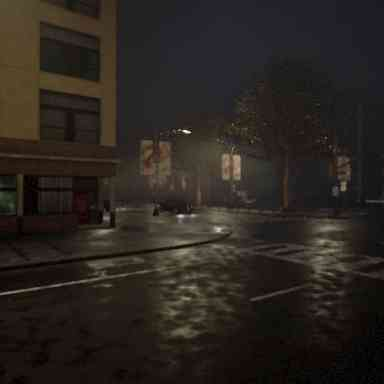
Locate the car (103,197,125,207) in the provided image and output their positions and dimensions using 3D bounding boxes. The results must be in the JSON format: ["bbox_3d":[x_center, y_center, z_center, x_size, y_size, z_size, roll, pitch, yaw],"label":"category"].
[{"bbox_3d":[-11.635,1.486,49.179,2.128,1.511,4.902,0,0,-35],"label":"car"}]

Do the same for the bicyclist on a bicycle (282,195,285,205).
[{"bbox_3d":[14.542,1.285,51.995,1.656,1.620,0.582,0,0,-36],"label":"bicyclist on a bicycle"}]

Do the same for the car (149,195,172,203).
[{"bbox_3d":[-6.153,1.494,61.267,1.837,1.490,4.892,0,0,-36],"label":"car"}]

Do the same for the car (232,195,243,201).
[{"bbox_3d":[9.847,1.394,78.098,2.161,1.482,4.786,0,0,-36],"label":"car"}]

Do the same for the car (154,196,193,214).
[{"bbox_3d":[-1.775,1.497,35.332,1.837,1.490,4.892,0,0,-36],"label":"car"}]

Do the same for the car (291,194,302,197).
[{"bbox_3d":[20.324,1.299,70.616,2.002,1.452,4.674,0,0,-36],"label":"car"}]

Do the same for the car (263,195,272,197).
[{"bbox_3d":[19.498,1.439,84.548,1.895,1.301,4.718,0,0,-36],"label":"car"}]
